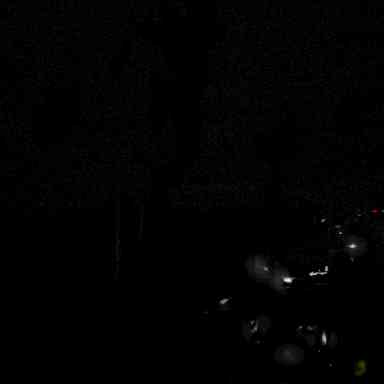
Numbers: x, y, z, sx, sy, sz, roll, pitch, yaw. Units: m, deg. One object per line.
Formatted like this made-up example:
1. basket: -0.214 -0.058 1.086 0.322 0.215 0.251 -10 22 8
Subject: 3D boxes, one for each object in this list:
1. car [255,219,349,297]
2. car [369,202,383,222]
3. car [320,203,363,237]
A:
1. car: 3.244 1.746 9.504 1.837 1.490 4.892 -1 -2 28
2. car: 20.191 2.061 35.254 2.150 2.045 5.566 -1 -2 28
3. car: 9.913 1.764 22.115 2.150 2.045 5.566 -1 -2 28
